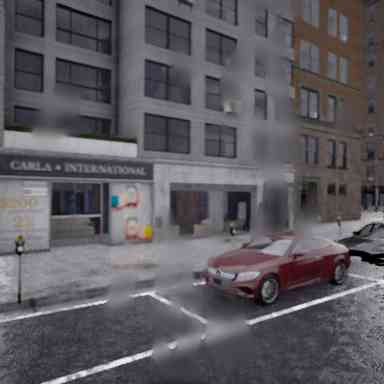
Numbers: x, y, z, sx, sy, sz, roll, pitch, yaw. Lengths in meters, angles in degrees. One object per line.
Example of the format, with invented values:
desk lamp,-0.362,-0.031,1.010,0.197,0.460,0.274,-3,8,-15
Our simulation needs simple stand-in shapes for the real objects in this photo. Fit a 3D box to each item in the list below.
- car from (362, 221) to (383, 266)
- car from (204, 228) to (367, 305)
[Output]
car,6.734,1.673,11.339,4.313,1.339,1.947,1,0,-36
car,2.237,1.640,8.130,4.206,1.307,1.802,1,0,-36
